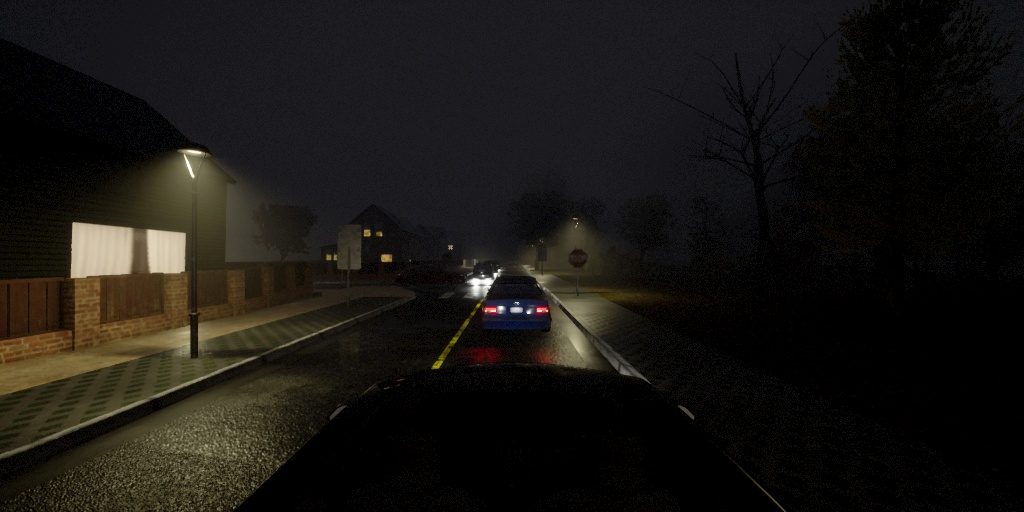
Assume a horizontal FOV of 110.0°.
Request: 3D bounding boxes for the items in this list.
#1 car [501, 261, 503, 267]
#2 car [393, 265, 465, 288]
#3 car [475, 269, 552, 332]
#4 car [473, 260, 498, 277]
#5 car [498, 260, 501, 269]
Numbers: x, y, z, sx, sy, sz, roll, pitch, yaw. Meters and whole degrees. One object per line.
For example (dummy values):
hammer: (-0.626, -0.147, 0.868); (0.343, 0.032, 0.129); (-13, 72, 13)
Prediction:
car: (-2.748, 1.372, 56.454); (1.837, 1.490, 4.892); (0, 0, 0)
car: (-5.477, 1.307, 23.980); (4.674, 1.442, 1.812); (0, -1, -18)
car: (0.106, 1.305, 10.846); (2.033, 1.411, 5.357); (0, 0, 0)
car: (-2.804, 1.294, 35.872); (2.128, 1.511, 4.902); (0, 0, 0)
car: (-2.777, 1.335, 45.979); (1.837, 1.490, 4.892); (0, 0, 0)
